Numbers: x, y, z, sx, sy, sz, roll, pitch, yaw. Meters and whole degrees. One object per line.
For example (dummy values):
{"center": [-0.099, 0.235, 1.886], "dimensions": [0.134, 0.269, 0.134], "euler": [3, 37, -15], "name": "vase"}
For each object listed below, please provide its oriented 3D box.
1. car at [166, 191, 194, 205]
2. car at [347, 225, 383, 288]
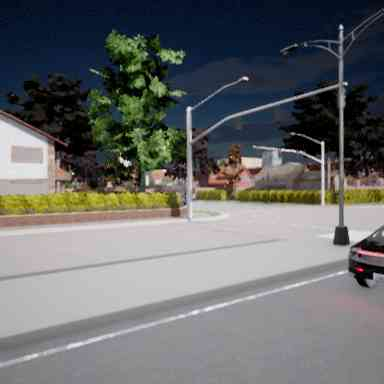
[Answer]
{"center": [-1.987, 0.889, 46.523], "dimensions": [2.150, 2.045, 5.566], "euler": [-1, 1, -36], "name": "car"}
{"center": [5.589, 1.400, 7.731], "dimensions": [4.902, 1.511, 2.128], "euler": [-1, 1, -35], "name": "car"}
